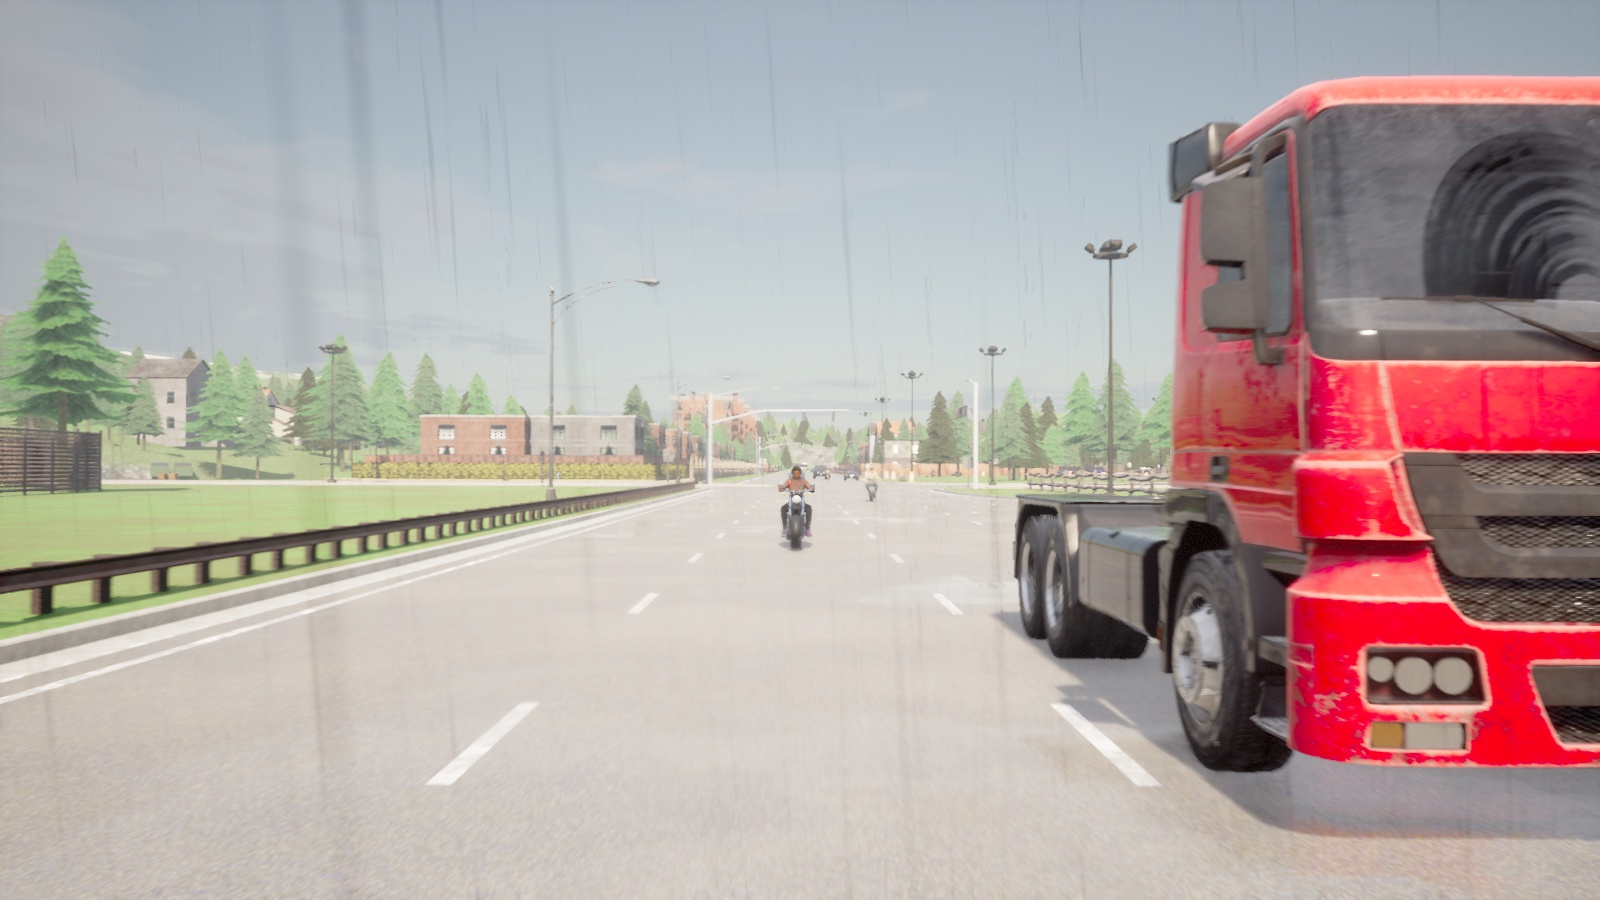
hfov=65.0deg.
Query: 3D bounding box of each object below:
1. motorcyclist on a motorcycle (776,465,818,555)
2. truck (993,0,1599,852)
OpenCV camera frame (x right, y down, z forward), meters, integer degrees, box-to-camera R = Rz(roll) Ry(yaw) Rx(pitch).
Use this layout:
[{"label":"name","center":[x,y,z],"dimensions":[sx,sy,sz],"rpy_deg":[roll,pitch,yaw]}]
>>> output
[{"label":"motorcyclist on a motorcycle","center":[-0.059,1.124,24.388],"dimensions":[0.766,1.649,2.350],"rpy_deg":[0,-1,0]},{"label":"truck","center":[3.474,-0.050,9.078],"dimensions":[2.891,3.462,7.936],"rpy_deg":[0,-1,0]}]
